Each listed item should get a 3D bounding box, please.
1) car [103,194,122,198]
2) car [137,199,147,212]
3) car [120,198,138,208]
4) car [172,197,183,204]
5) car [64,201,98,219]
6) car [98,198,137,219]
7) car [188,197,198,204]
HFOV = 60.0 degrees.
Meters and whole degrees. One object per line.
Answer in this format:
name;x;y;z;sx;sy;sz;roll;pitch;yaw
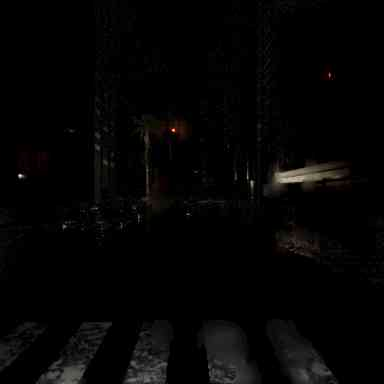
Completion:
car;-9.791;1.320;40.651;2.150;2.045;5.566;0;0;0
car;-6.539;1.585;40.004;2.128;1.511;4.902;0;0;0
car;-9.754;1.707;51.845;1.994;1.385;4.181;0;0;0
car;-3.040;1.787;69.877;1.994;1.385;4.181;0;0;0
car;-9.802;1.542;29.928;1.882;1.535;5.008;0;0;0
car;-6.556;1.541;29.665;1.882;1.535;5.008;0;0;0
car;0.210;1.787;69.897;1.994;1.385;4.181;0;0;0
